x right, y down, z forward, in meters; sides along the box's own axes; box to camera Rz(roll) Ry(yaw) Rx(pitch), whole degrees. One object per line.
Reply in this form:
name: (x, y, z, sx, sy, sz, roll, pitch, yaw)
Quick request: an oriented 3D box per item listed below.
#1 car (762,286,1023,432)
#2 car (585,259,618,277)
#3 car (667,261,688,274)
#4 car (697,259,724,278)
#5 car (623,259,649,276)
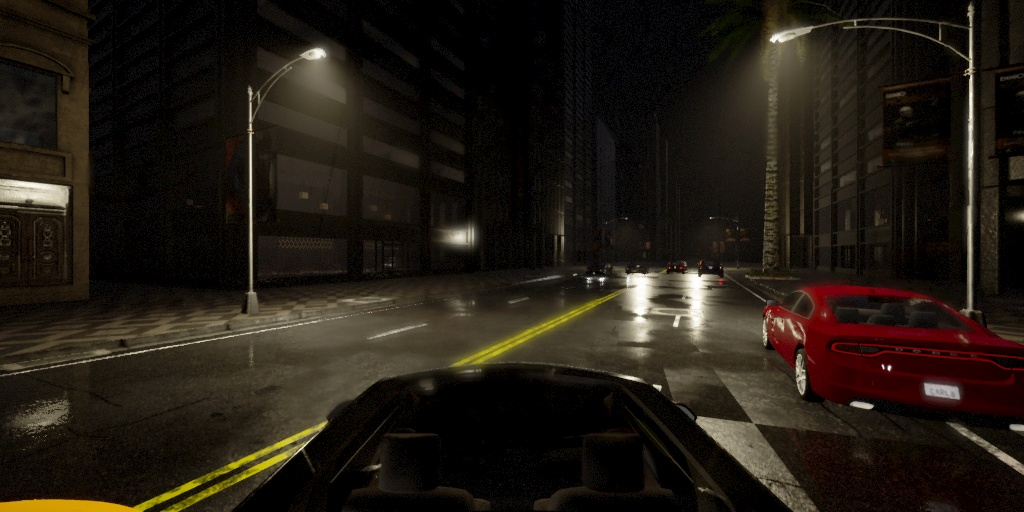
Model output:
car: (5.514, 1.228, 5.852, 1.882, 1.535, 5.008, 0, 0, 27)
car: (9.080, 1.312, 36.784, 2.033, 1.411, 5.357, 0, 0, 27)
car: (18.656, 1.317, 40.748, 2.033, 1.411, 5.357, 0, 0, 27)
car: (19.295, 1.118, 34.925, 2.097, 1.767, 4.553, 0, 0, 27)
car: (13.314, 1.292, 37.908, 1.812, 1.442, 4.674, 0, 0, 27)
